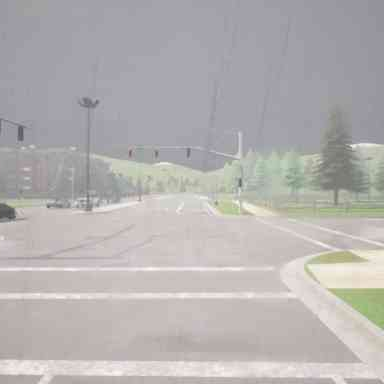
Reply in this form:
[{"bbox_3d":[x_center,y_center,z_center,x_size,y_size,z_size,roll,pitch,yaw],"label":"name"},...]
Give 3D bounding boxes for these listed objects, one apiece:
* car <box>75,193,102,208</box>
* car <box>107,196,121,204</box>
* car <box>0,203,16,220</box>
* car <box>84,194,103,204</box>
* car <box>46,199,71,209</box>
[{"bbox_3d":[-15.043,1.212,48.129,2.150,2.045,5.566,0,0,0],"label":"car"},{"bbox_3d":[-14.935,1.502,63.605,2.128,1.511,4.902,0,0,0],"label":"car"},{"bbox_3d":[-15.072,1.520,25.032,1.812,1.442,4.674,0,0,0],"label":"car"},{"bbox_3d":[-18.449,1.338,62.342,2.097,1.767,4.553,0,0,0],"label":"car"},{"bbox_3d":[-18.547,1.591,46.397,1.895,1.301,4.718,0,0,0],"label":"car"}]
